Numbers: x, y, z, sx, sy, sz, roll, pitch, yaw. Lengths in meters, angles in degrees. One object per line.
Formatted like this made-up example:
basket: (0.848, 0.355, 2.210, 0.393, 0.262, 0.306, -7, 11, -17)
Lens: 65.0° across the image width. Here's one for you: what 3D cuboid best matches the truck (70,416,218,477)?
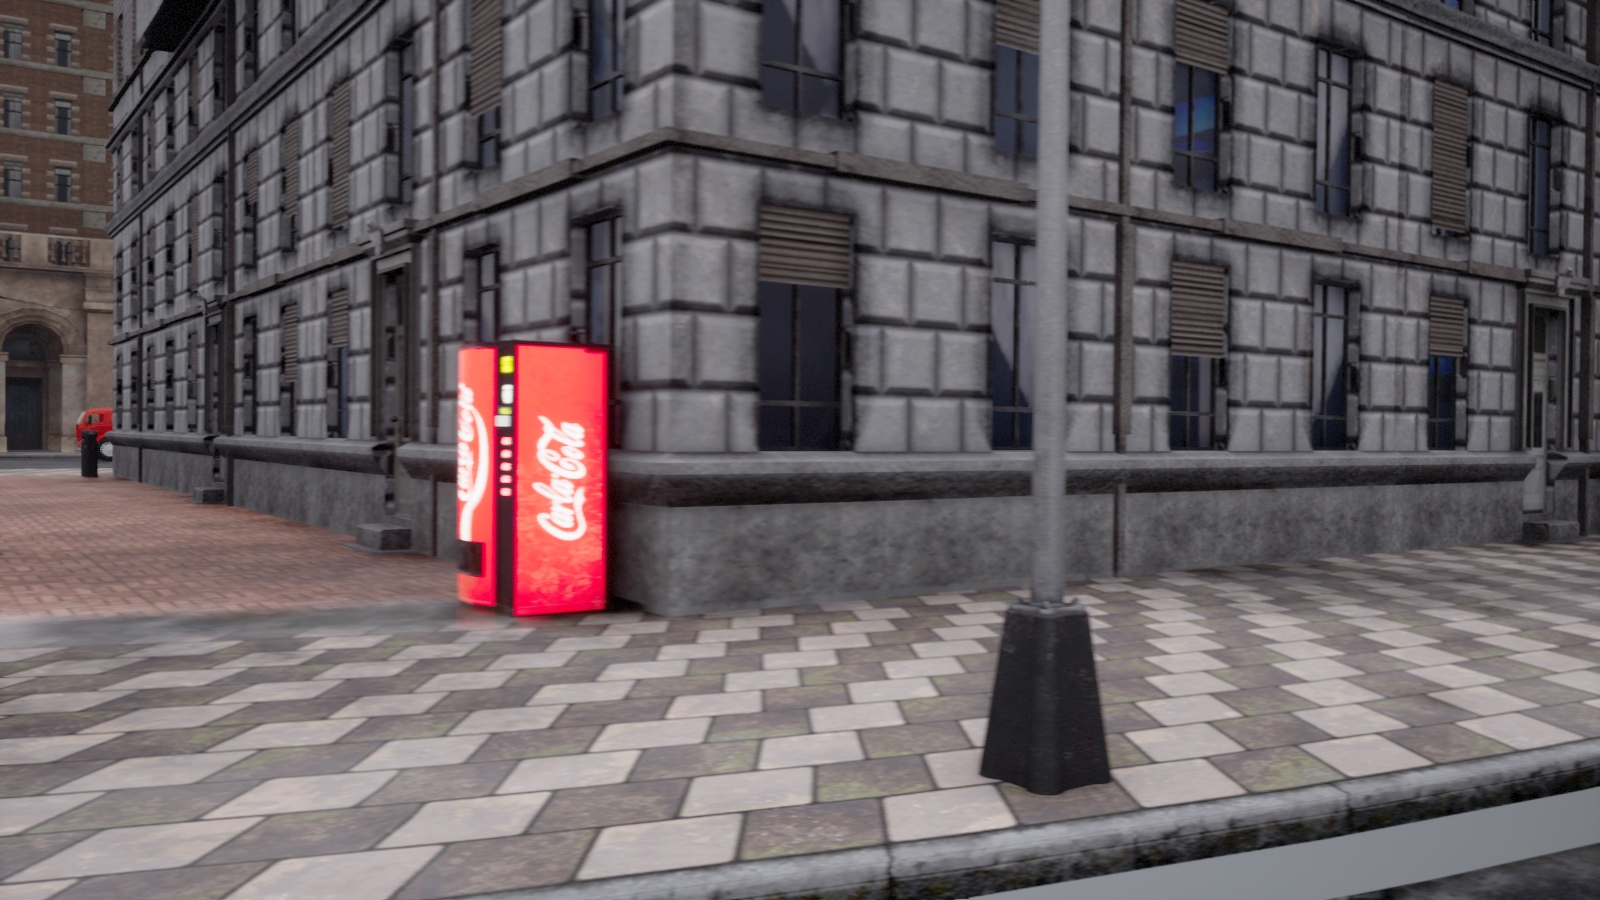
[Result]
truck: (-27.614, -0.186, 52.909, 5.204, 2.467, 2.627, -1, 1, -35)
